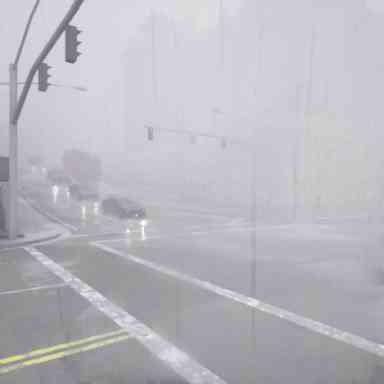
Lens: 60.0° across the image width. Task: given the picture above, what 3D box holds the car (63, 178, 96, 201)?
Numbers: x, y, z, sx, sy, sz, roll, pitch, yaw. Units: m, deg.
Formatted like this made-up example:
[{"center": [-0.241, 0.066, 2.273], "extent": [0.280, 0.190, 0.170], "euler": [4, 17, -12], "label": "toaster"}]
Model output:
[{"center": [-11.367, -0.123, 34.600], "extent": [2.033, 1.411, 5.357], "euler": [0, 9, -35], "label": "car"}]

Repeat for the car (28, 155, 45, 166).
[{"center": [-25.615, -5.188, 54.756], "extent": [1.837, 1.490, 4.892], "euler": [0, 9, -35], "label": "car"}]

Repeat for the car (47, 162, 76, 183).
[{"center": [-16.904, -2.226, 42.388], "extent": [2.097, 1.767, 4.553], "euler": [0, 12, -35], "label": "car"}]

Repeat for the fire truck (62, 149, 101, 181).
[{"center": [-15.663, -3.850, 46.850], "extent": [2.891, 3.827, 8.468], "euler": [0, 13, -36], "label": "fire truck"}]

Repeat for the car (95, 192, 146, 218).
[{"center": [-5.595, 1.123, 26.510], "extent": [2.033, 1.411, 5.357], "euler": [0, 5, -36], "label": "car"}]
